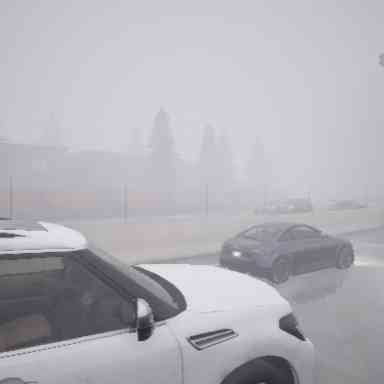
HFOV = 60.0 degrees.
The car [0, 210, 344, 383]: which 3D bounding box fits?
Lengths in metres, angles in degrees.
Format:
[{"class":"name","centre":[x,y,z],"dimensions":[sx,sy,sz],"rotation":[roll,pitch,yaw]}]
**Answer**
[{"class":"car","centre":[-1.571,1.222,2.537],"dimensions":[5.566,2.045,2.150],"rotation":[0,0,-31]}]

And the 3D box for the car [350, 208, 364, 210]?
[{"class":"car","centre":[12.840,1.452,27.666],"dimensions":[1.837,1.490,4.892],"rotation":[0,0,43]}]

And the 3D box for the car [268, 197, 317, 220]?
[{"class":"car","centre":[8.594,1.306,28.344],"dimensions":[2.097,1.767,4.553],"rotation":[0,0,45]}]

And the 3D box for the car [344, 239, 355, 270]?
[{"class":"car","centre":[2.786,1.548,9.579],"dimensions":[4.181,1.385,1.994],"rotation":[0,0,-34]}]
